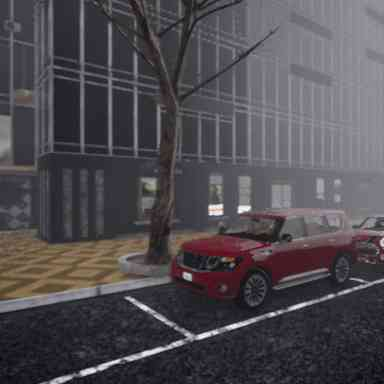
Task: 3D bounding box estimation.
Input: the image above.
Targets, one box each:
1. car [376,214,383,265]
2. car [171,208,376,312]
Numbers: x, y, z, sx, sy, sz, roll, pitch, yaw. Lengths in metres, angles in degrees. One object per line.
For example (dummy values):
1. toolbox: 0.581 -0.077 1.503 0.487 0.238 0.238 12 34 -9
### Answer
1. car: 6.606 1.492 11.265 4.097 1.590 1.967 0 -1 -35
2. car: 1.963 1.342 7.962 5.009 1.841 2.192 0 -1 -35
